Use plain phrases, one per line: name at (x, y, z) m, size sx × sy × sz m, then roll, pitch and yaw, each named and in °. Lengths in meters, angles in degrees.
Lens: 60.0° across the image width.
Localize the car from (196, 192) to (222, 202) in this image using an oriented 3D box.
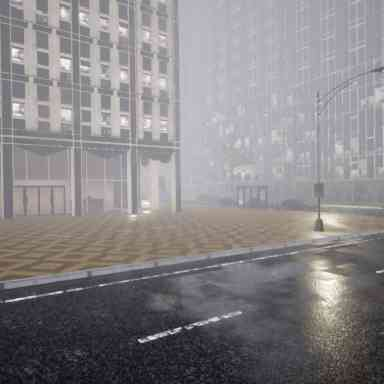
car at (2.691, 1.045, 59.254) m, size 1.837 × 1.490 × 4.892 m, roll -1°, pitch 1°, yaw -34°

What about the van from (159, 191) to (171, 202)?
van at (-4.387, 0.937, 59.343) m, size 1.690 × 1.788 × 3.998 m, roll 0°, pitch 1°, yaw -34°

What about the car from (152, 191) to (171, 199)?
car at (-7.133, 0.615, 78.140) m, size 2.192 × 1.841 × 5.009 m, roll 0°, pitch 1°, yaw -34°

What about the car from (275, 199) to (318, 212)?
car at (11.596, 1.423, 35.848) m, size 1.947 × 1.339 × 4.313 m, roll 0°, pitch 1°, yaw -34°

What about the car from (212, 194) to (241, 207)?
car at (5.222, 1.319, 45.262) m, size 1.947 × 1.339 × 4.313 m, roll 0°, pitch 1°, yaw -34°

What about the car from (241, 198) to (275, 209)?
car at (8.392, 1.388, 40.545) m, size 1.802 × 1.307 × 4.206 m, roll 0°, pitch 1°, yaw -34°

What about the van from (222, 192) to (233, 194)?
van at (5.738, 0.855, 59.401) m, size 1.690 × 1.788 × 3.998 m, roll 0°, pitch 1°, yaw -34°

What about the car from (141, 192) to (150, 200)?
car at (-10.823, 1.039, 68.715) m, size 2.008 × 1.369 × 4.403 m, roll 0°, pitch 1°, yaw -34°

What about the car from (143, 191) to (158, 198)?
car at (-10.351, 0.686, 82.826) m, size 1.967 × 1.590 × 4.097 m, roll 0°, pitch 1°, yaw -34°

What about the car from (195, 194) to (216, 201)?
car at (2.521, 1.043, 64.089) m, size 1.802 × 1.307 × 4.206 m, roll 0°, pitch 1°, yaw -34°
